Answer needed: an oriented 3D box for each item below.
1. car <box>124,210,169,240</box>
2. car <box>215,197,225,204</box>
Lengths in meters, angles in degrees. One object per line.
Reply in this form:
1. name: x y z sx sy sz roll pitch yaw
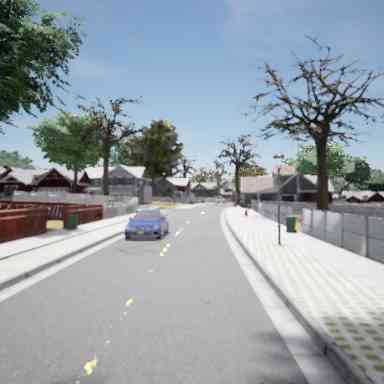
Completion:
1. car: -2.355 1.714 18.233 1.812 1.442 4.674 0 -1 3
2. car: 7.916 2.335 92.698 2.150 2.045 5.566 0 -1 13
